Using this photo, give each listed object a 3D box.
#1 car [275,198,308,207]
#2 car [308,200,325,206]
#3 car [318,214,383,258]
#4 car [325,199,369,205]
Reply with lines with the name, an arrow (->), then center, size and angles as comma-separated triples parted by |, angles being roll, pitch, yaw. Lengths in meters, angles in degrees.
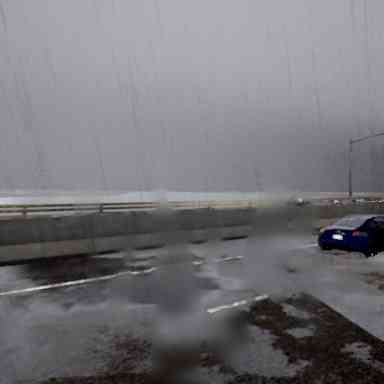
car -> 11.425, 1.437, 37.694 | 4.902, 1.511, 2.128 | 0, 0, -35
car -> 14.931, 1.505, 35.867 | 4.181, 1.385, 1.994 | 0, 0, -35
car -> 6.749, 1.543, 12.819 | 4.181, 1.385, 1.994 | 0, 0, -35
car -> 15.367, 1.436, 31.909 | 4.902, 1.511, 2.128 | 0, 0, -35
